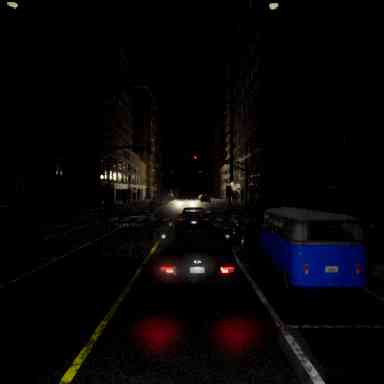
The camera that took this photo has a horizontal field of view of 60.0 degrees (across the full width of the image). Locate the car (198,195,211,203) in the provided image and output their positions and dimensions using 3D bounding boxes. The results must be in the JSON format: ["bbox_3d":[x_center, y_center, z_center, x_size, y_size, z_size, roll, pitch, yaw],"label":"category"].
[{"bbox_3d":[2.825,1.404,68.668,1.967,1.590,4.097,0,0,0],"label":"car"}]

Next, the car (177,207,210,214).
[{"bbox_3d":[0.093,1.557,19.220,1.994,1.385,4.181,0,0,0],"label":"car"}]

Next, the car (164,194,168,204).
[{"bbox_3d":[-5.694,1.516,57.727,2.008,1.369,4.403,0,0,0],"label":"car"}]

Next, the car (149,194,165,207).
[{"bbox_3d":[-5.692,1.493,52.106,1.752,1.417,4.829,0,0,0],"label":"car"}]

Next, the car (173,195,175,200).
[{"bbox_3d":[-5.704,1.516,79.530,2.008,1.369,4.403,0,0,0],"label":"car"}]

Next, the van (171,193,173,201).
[{"bbox_3d":[-5.702,1.305,74.079,1.690,1.788,3.998,0,0,0],"label":"van"}]

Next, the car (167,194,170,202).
[{"bbox_3d":[-5.697,1.509,63.178,1.887,1.381,4.507,0,0,0],"label":"car"}]

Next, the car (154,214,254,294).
[{"bbox_3d":[0.097,1.546,8.900,2.033,1.411,5.357,0,0,0],"label":"car"}]

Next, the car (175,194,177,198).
[{"bbox_3d":[-5.707,1.282,84.981,2.192,1.841,5.009,0,0,0],"label":"car"}]

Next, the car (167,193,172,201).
[{"bbox_3d":[-5.699,1.508,68.629,1.887,1.381,4.507,0,0,0],"label":"car"}]

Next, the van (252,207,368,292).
[{"bbox_3d":[2.851,1.339,8.631,1.690,1.788,3.998,0,0,0],"label":"van"}]

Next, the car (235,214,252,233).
[{"bbox_3d":[2.850,1.562,14.292,1.947,1.339,4.313,0,0,0],"label":"car"}]

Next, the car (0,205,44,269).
[{"bbox_3d":[-5.673,1.313,8.588,2.192,1.841,5.009,0,0,0],"label":"car"}]
